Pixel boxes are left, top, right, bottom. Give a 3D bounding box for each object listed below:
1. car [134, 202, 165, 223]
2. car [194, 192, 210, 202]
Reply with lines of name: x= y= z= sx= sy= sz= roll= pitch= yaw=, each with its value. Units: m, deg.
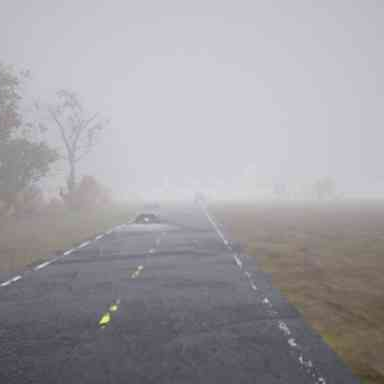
car: x=-3.046 y=1.467 z=25.193 sx=2.033 sy=1.411 sz=5.357 roll=0 pitch=0 yaw=0
car: x=1.705 y=0.998 z=66.363 sx=2.150 sy=2.045 sz=5.566 roll=0 pitch=0 yaw=8
